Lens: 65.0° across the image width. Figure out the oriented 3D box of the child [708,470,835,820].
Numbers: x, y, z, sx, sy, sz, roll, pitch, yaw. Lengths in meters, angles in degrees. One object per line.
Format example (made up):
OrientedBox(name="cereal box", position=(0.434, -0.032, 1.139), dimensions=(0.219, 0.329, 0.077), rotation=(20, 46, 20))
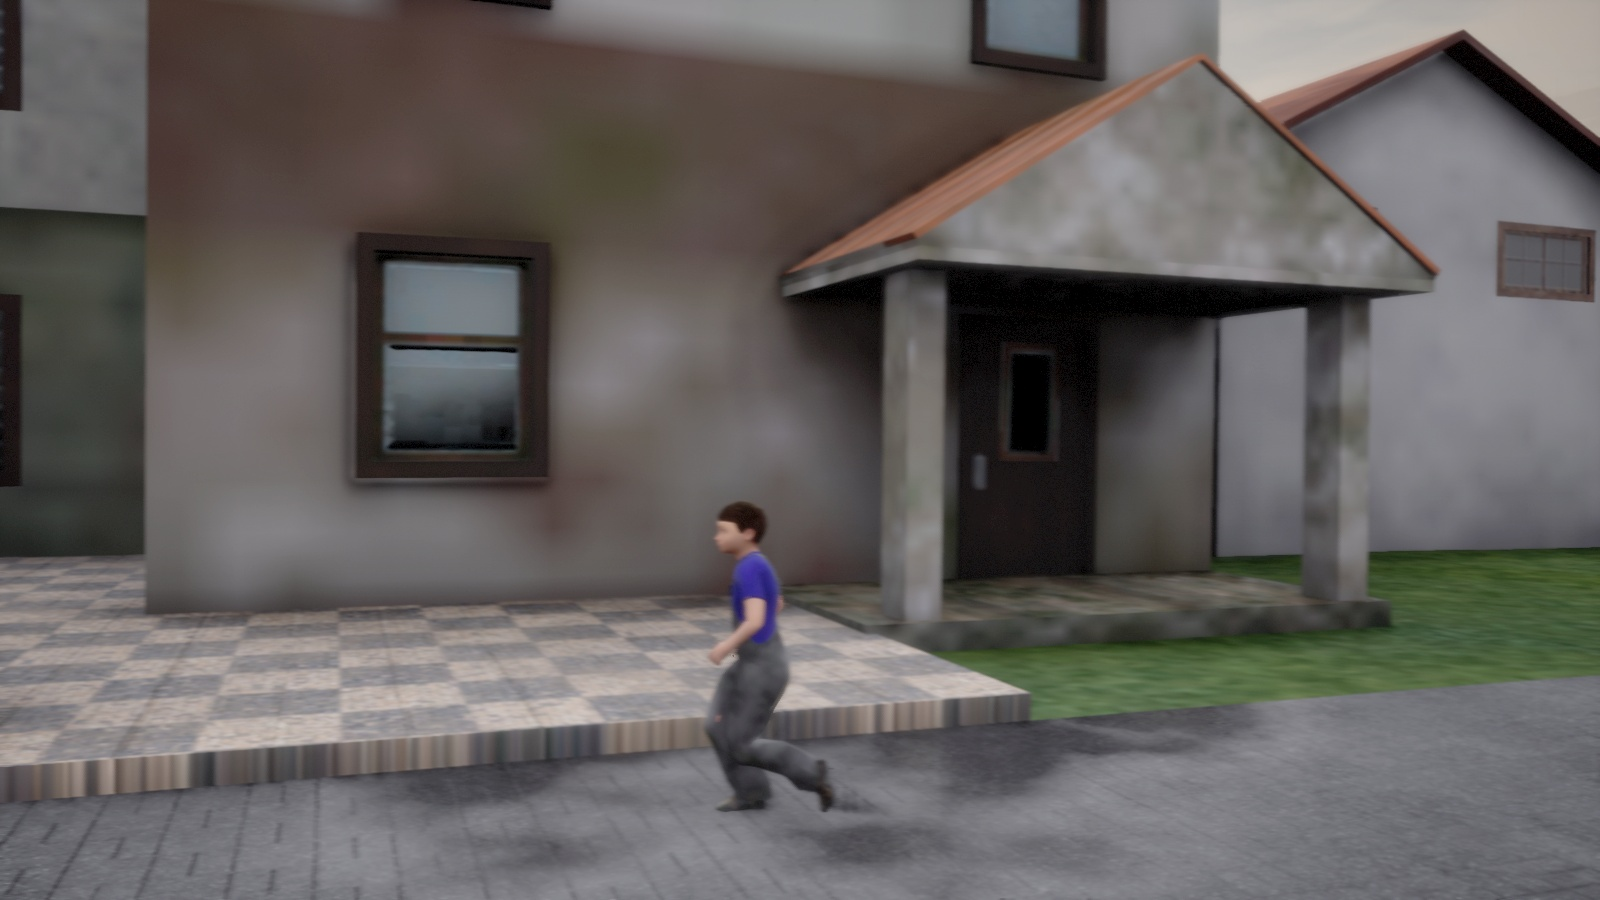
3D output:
OrientedBox(name="child", position=(-0.114, 0.713, 4.737), dimensions=(0.437, 1.263, 0.270), rotation=(-1, 1, -8))
